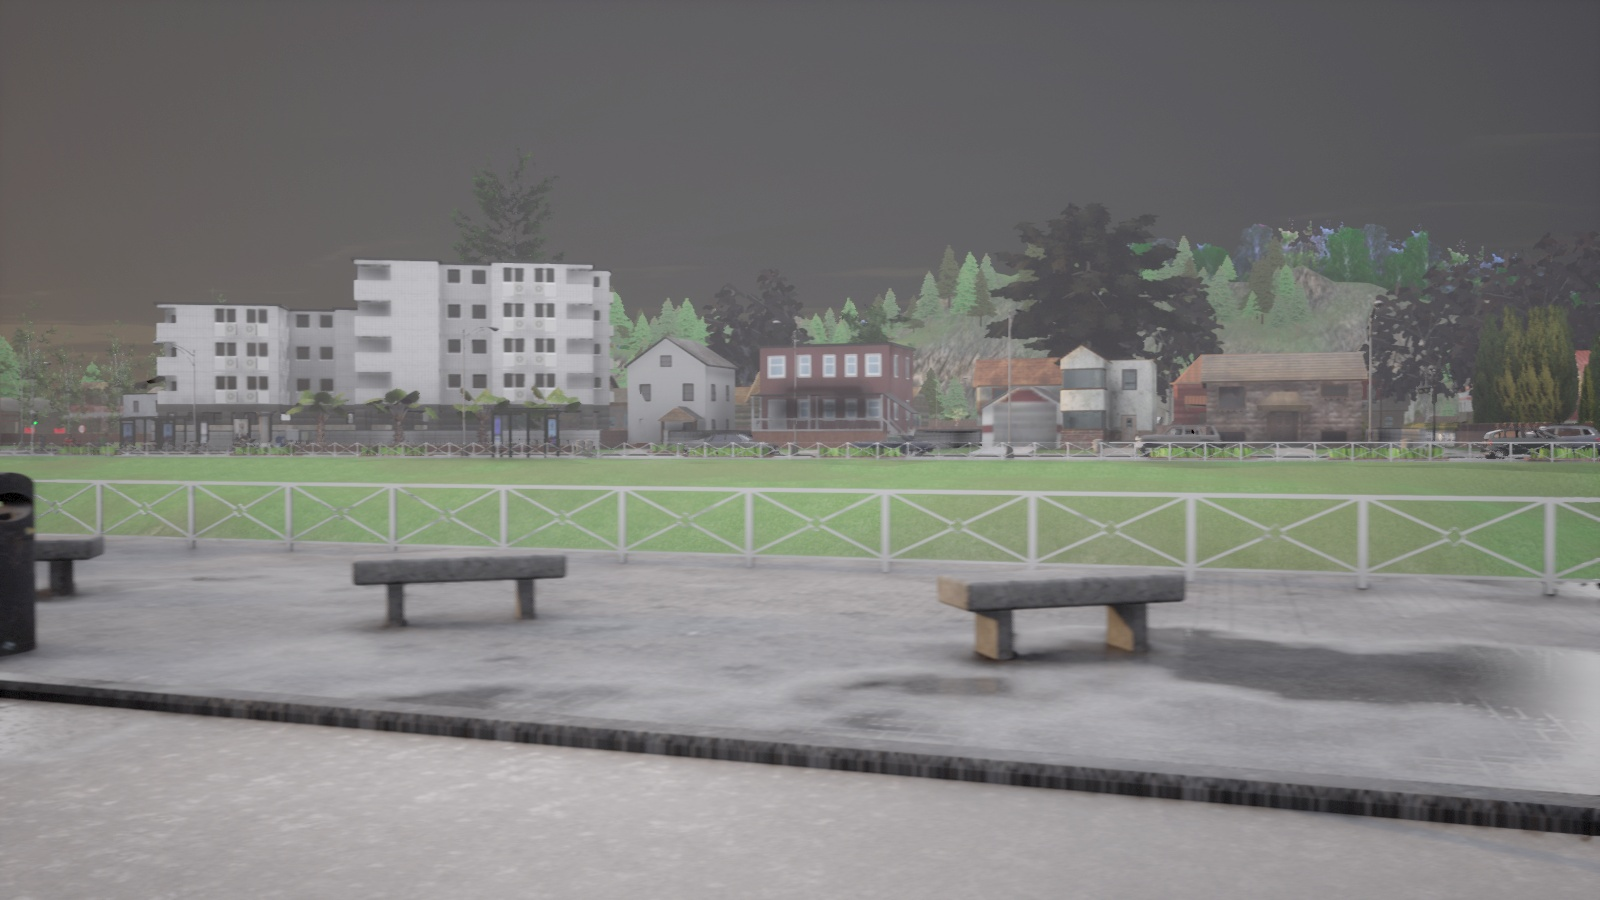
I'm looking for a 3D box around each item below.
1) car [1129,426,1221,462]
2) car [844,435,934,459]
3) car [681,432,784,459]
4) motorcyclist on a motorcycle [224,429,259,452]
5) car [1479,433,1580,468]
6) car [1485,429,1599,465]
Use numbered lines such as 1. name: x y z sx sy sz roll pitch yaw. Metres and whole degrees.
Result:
1. car: 19.828 -0.345 66.353 4.605 1.855 1.932 1 1 19
2. car: 5.063 -0.196 71.328 4.718 1.301 1.895 1 1 19
3. car: -3.755 -0.262 70.076 5.357 1.411 2.033 1 1 19
4. motorcyclist on a motorcycle: -38.189 -0.658 85.890 2.191 1.530 0.866 1 1 19
5. car: 33.372 0.009 57.575 3.705 1.549 1.789 0 1 19
6. car: 36.028 -0.169 60.899 4.611 1.667 2.242 1 1 19
